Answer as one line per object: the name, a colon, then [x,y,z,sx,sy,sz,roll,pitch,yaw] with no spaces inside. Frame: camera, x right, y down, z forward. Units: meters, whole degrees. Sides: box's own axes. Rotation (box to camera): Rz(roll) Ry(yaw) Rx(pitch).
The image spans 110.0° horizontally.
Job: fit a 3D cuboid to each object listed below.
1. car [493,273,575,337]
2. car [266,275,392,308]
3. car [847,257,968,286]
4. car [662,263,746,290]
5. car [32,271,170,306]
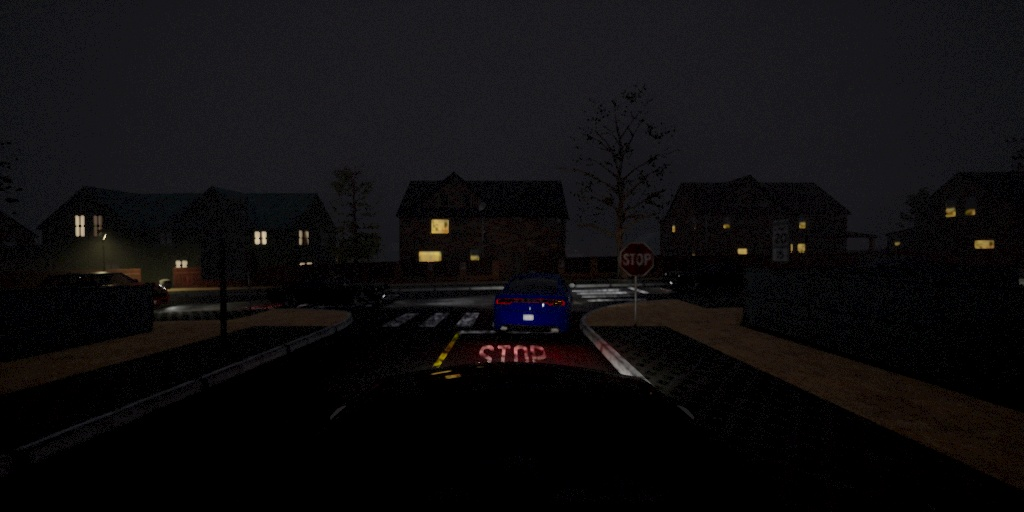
car: [0.789,1.218,10.440,1.882,1.535,5.008,0,0,10]
car: [-7.807,1.493,15.651,4.718,1.301,1.895,-1,1,0]
car: [20.073,0.738,18.604,5.357,1.411,2.033,-1,1,0]
car: [10.416,1.019,18.571,4.718,1.301,1.895,-1,1,-1]
car: [-17.898,1.485,15.647,4.553,1.767,2.097,-1,1,0]
